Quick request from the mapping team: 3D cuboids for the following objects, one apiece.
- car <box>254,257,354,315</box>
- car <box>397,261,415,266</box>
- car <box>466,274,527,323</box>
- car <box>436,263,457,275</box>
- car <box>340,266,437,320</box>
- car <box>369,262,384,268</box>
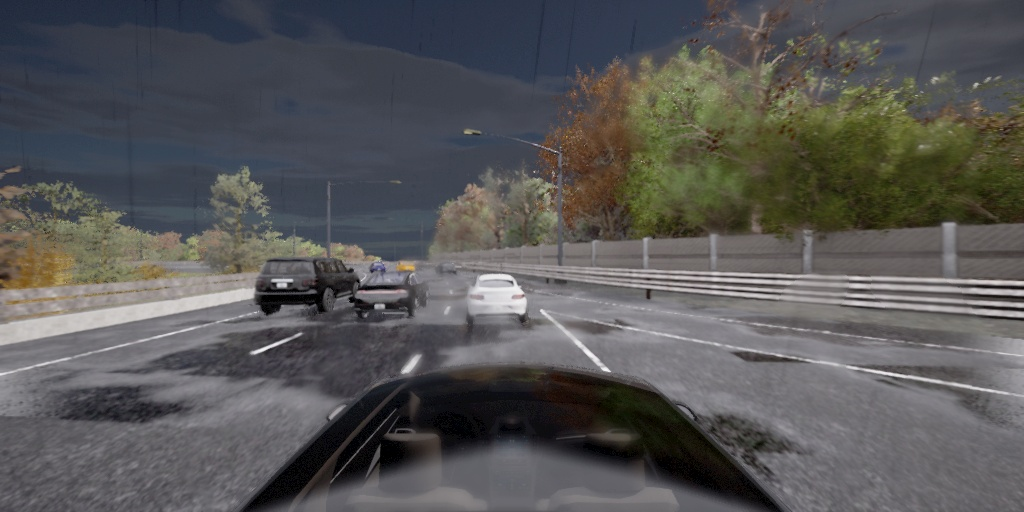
[{"bbox_3d":[-7.847,1.060,14.375,2.150,2.045,5.566,0,0,-7],"label":"car"},{"bbox_3d":[-14.535,1.495,48.931,1.882,1.535,5.008,0,0,-25],"label":"car"},{"bbox_3d":[-0.590,1.324,12.349,1.812,1.442,4.674,0,0,-5],"label":"car"},{"bbox_3d":[-7.815,1.507,42.313,2.033,1.411,5.357,0,0,-21],"label":"car"},{"bbox_3d":[-4.198,1.309,13.101,2.128,1.511,4.902,0,0,-6],"label":"car"},{"bbox_3d":[-18.186,1.556,48.455,1.812,1.442,4.674,0,0,-26],"label":"car"}]
